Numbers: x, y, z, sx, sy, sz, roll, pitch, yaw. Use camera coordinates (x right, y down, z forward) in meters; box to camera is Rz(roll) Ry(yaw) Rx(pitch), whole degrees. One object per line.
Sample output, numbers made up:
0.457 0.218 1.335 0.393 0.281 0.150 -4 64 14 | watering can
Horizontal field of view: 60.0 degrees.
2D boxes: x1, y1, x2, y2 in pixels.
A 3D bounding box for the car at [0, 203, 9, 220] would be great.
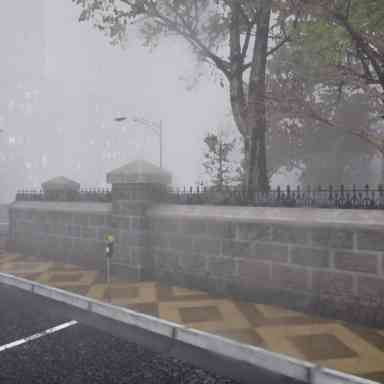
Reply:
-16.402 1.694 27.438 1.837 1.490 4.892 0 -1 35 | car
